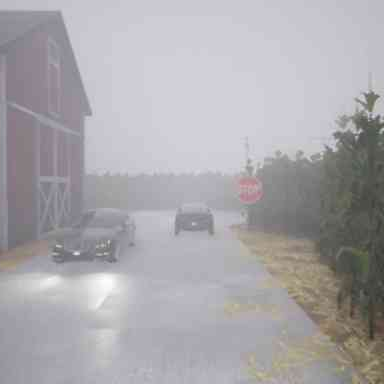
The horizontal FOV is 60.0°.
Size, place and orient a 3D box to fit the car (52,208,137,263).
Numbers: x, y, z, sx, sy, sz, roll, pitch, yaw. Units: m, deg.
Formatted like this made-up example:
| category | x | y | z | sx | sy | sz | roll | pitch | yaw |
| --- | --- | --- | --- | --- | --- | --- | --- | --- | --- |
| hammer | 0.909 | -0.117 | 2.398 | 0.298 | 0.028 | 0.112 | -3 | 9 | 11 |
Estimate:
| category | x | y | z | sx | sy | sz | roll | pitch | yaw |
| --- | --- | --- | --- | --- | --- | --- | --- | --- | --- |
| car | -3.133 | 1.378 | 11.534 | 1.837 | 1.490 | 4.892 | 0 | 1 | 1 |

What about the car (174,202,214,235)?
| category | x | y | z | sx | sy | sz | roll | pitch | yaw |
| --- | --- | --- | --- | --- | --- | --- | --- | --- | --- |
| car | 0.104 | 1.253 | 17.471 | 1.882 | 1.535 | 5.008 | 0 | 1 | 0 |
